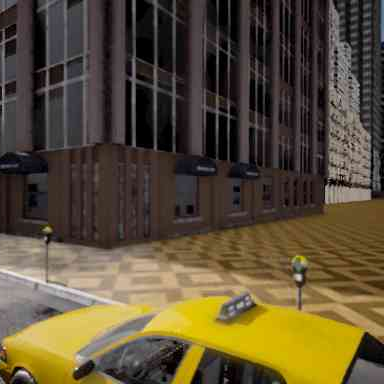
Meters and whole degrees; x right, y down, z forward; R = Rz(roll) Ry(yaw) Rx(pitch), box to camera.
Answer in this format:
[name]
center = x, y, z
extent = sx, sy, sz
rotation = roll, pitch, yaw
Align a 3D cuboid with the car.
[car]
center = 0.129, 1.519, 2.780
extent = 4.829, 1.417, 1.752
rotation = 0, 0, 35
